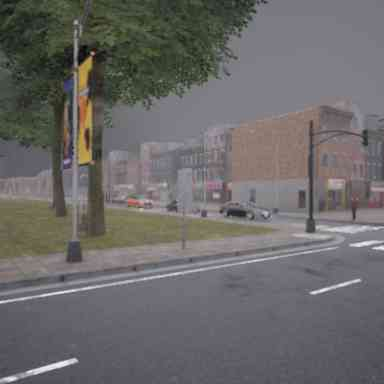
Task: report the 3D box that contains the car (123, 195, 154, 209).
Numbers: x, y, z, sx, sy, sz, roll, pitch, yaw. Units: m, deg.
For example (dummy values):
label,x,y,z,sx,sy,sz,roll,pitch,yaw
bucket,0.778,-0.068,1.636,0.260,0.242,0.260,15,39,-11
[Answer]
label,x,y,z,sx,sy,sz,roll,pitch,yaw
car,-6.727,1.214,43.042,2.097,1.767,4.553,0,0,-35

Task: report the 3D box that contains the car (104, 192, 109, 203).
label,x,y,z,sx,sy,sz,roll,pitch,yaw
car,-17.457,1.009,63.183,2.150,2.045,5.566,0,0,-35

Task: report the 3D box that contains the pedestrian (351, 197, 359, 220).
label,x,y,z,sx,sy,sz,roll,pitch,yaw
pedestrian,12.631,1.255,25.935,0.375,1.860,0.375,1,-1,-35

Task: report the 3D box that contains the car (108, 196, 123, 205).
label,x,y,z,sx,sy,sz,roll,pitch,yaw
car,-11.750,1.341,55.164,1.812,1.442,4.674,0,0,-35

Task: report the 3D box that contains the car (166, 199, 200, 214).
label,x,y,z,sx,sy,sz,roll,pitch,yaw
car,-1.022,1.460,35.007,1.812,1.442,4.674,0,0,-36

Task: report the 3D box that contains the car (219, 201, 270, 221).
label,x,y,z,sx,sy,sz,roll,pitch,yaw
car,4.291,1.509,27.540,2.128,1.511,4.902,0,0,-35
